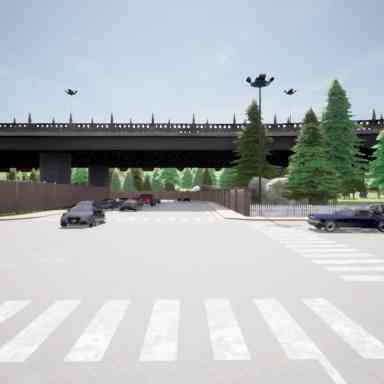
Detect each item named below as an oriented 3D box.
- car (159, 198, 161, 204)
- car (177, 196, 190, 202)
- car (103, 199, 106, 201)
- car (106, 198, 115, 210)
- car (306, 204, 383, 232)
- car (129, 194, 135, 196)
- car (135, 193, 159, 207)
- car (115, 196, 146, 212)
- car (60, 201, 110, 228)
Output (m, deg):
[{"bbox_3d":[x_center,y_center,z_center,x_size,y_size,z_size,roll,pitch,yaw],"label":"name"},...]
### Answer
[{"bbox_3d":[-6.993,1.564,63.111,1.994,1.385,4.181,0,0,0],"label":"car"},{"bbox_3d":[-1.921,1.553,75.249,1.994,1.385,4.181,0,0,-19],"label":"car"},{"bbox_3d":[-10.575,1.564,33.886,1.994,1.385,4.181,0,0,0],"label":"car"},{"bbox_3d":[-10.551,1.526,42.601,1.812,1.442,4.674,0,0,0],"label":"car"},{"bbox_3d":[9.050,1.545,18.893,4.718,1.301,1.895,0,0,1],"label":"car"},{"bbox_3d":[-10.549,1.526,52.782,1.812,1.442,4.674,0,0,0],"label":"car"},{"bbox_3d":[-6.985,1.224,51.884,2.150,2.045,5.566,0,0,0],"label":"car"},{"bbox_3d":[-7.025,1.547,38.602,2.033,1.411,5.357,0,0,1],"label":"car"},{"bbox_3d":[-7.088,1.540,21.943,1.994,1.385,4.181,0,0,0],"label":"car"}]
